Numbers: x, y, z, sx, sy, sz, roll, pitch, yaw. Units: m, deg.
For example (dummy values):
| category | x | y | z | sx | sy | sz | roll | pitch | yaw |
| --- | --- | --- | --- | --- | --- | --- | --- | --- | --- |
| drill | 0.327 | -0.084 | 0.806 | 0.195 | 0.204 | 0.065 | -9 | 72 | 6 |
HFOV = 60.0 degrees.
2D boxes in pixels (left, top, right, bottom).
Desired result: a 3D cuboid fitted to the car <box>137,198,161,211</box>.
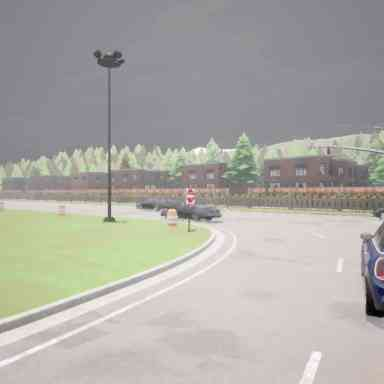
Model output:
| category | x | y | z | sx | sy | sz | roll | pitch | yaw |
| --- | --- | --- | --- | --- | --- | --- | --- | --- | --- |
| car | -4.492 | 1.491 | 39.385 | 4.902 | 1.511 | 2.128 | 0 | 0 | 41 |

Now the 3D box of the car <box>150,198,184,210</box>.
| category | x | y | z | sx | sy | sz | roll | pitch | yaw |
| --- | --- | --- | --- | --- | --- | --- | --- | --- | --- |
| car | -3.304 | 1.564 | 42.979 | 4.181 | 1.385 | 1.994 | 0 | 0 | 41 |

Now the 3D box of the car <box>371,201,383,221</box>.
| category | x | y | z | sx | sy | sz | roll | pitch | yaw |
| --- | --- | --- | --- | --- | --- | --- | --- | --- | --- |
| car | 16.751 | 1.505 | 25.732 | 4.892 | 1.490 | 1.837 | 0 | 0 | 41 |

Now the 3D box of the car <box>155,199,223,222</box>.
| category | x | y | z | sx | sy | sz | roll | pitch | yaw |
| --- | --- | --- | --- | --- | --- | --- | --- | --- | --- |
| car | -0.152 | 1.547 | 26.419 | 5.357 | 1.411 | 2.033 | 0 | 0 | 41 |

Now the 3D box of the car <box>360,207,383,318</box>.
| category | x | y | z | sx | sy | sz | roll | pitch | yaw |
| --- | --- | --- | --- | --- | --- | --- | --- | --- | --- |
| car | 4.811 | 1.352 | 7.067 | 2.097 | 1.767 | 4.553 | 0 | 0 | 26 |
